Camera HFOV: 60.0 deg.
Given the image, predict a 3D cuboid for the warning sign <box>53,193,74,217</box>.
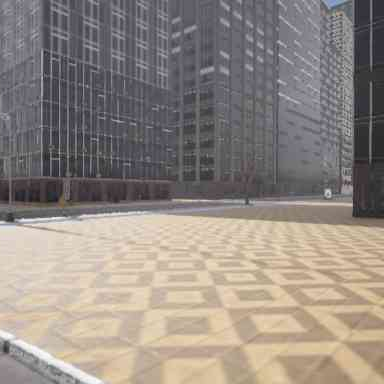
[{"bbox_3d":[-9.899,0.974,25.658,1.300,1.860,1.060,0,0,42],"label":"warning sign"}]
